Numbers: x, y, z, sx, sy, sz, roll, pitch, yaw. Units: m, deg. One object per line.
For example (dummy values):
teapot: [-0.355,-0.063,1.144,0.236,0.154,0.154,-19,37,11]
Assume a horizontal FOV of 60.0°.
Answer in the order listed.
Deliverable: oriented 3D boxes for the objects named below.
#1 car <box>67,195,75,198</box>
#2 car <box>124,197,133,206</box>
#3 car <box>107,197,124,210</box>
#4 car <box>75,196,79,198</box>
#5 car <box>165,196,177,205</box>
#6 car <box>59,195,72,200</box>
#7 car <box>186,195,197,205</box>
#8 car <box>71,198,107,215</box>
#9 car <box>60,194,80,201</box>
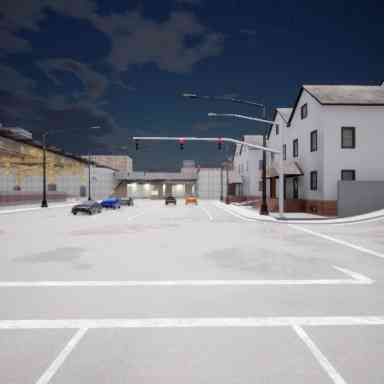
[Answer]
car: [-31.936,1.452,84.171,2.038,1.542,4.974,0,0,-37]
car: [-10.752,1.526,54.295,1.812,1.442,4.674,0,0,0]
car: [-10.730,1.478,44.021,1.882,1.535,5.008,0,0,0]
car: [-32.767,1.295,89.490,1.853,1.218,4.536,0,0,28]
car: [-3.677,1.505,58.535,1.837,1.490,4.892,0,0,0]
car: [-31.967,1.295,84.213,1.853,1.218,4.536,0,0,-37]
car: [-0.082,1.352,60.479,2.097,1.767,4.553,0,0,0]
car: [-10.704,1.547,34.298,2.033,1.411,5.357,0,0,0]
car: [-32.742,1.452,89.535,2.038,1.542,4.974,0,0,28]
